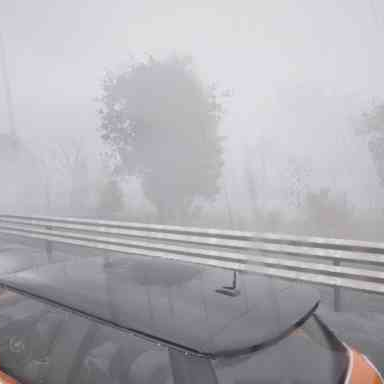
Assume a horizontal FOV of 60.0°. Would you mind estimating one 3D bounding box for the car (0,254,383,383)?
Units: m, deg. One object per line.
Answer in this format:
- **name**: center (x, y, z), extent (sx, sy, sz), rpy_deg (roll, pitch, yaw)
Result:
- **car**: center (-0.892, 1.352, 2.799), extent (4.553, 1.767, 2.097), rpy_deg (0, 0, 37)
